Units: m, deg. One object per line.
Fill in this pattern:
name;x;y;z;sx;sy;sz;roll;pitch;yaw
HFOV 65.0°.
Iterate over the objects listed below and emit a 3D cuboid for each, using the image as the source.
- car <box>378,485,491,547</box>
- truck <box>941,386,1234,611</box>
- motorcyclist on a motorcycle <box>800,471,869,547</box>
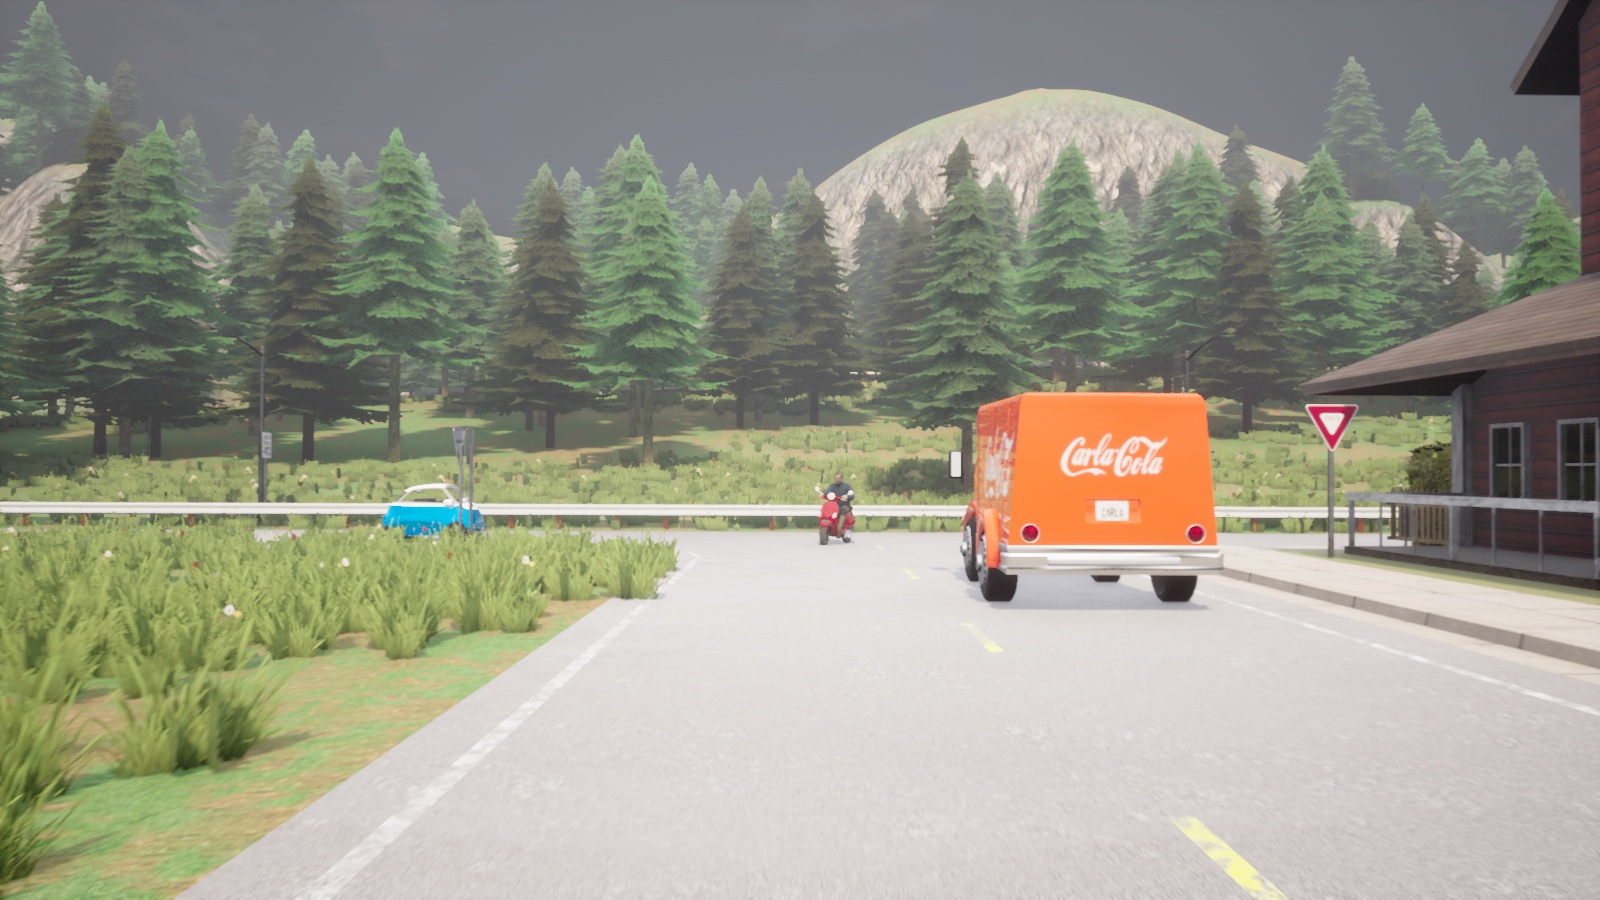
car;-8.515;1.535;29.375;2.207;1.376;1.481;-1;-1;0
truck;3.456;0.587;16.453;2.627;2.467;5.204;0;-1;0
motorcyclist on a motorcycle;0.774;1.279;27.597;0.866;1.590;1.817;1;-1;23
